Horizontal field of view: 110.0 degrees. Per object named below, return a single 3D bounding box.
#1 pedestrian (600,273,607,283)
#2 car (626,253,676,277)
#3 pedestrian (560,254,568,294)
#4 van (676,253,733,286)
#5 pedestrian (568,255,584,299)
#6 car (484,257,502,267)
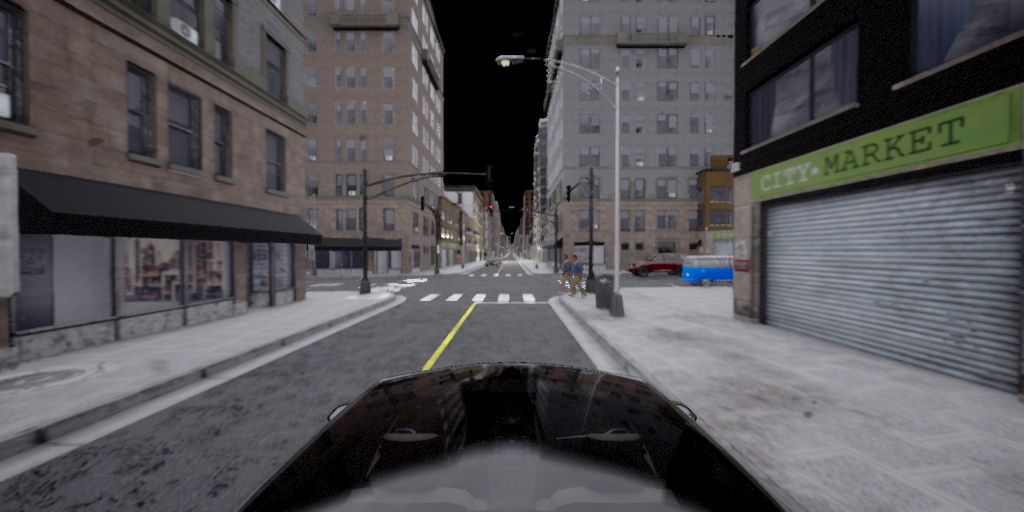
[{"bbox_3d":[3.898,1.190,15.255,0.500,1.100,0.500,0,1,0],"label":"pedestrian"},{"bbox_3d":[12.092,0.702,29.510,5.009,1.841,2.192,0,0,0],"label":"car"},{"bbox_3d":[2.436,0.807,15.849,0.375,1.860,0.375,0,1,0],"label":"pedestrian"},{"bbox_3d":[12.116,0.839,20.986,3.998,1.789,1.690,0,0,0],"label":"van"},{"bbox_3d":[2.622,0.812,14.650,0.375,1.860,0.375,0,1,0],"label":"pedestrian"},{"bbox_3d":[-3.059,1.011,54.329,1.994,1.385,4.181,0,0,0],"label":"car"}]
